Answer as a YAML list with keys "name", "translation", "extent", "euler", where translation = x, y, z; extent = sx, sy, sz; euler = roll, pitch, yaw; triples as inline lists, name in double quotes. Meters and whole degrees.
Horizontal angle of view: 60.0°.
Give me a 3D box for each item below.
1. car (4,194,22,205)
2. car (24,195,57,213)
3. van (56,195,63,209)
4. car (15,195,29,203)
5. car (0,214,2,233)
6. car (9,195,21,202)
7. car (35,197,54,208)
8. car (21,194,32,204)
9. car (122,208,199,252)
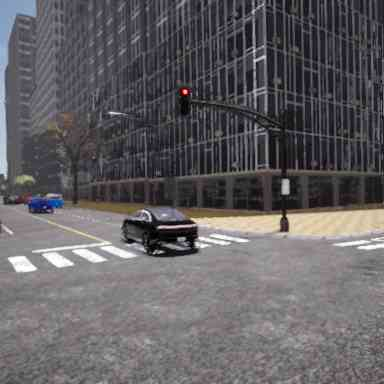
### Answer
- name: "car"
  translation: [-31.412, 1.498, 57.900]
  extent: [1.994, 1.385, 4.181]
  euler: [-1, 1, -34]
- name: "car"
  translation: [-16.323, 1.402, 35.791]
  extent: [1.882, 1.535, 5.008]
  euler: [-1, 1, -34]
- name: "van"
  translation: [-17.774, 1.225, 42.521]
  extent: [1.690, 1.788, 3.998]
  euler: [-1, 0, -34]
- name: "car"
  translation: [-33.794, 1.333, 65.994]
  extent: [1.967, 1.590, 4.097]
  euler: [-1, 0, -34]
- name: "car"
  translation: [-11.984, 1.581, 18.947]
  extent: [1.947, 1.339, 4.313]
  euler: [-1, 0, -34]
- name: "car"
  translation: [-40.201, 1.446, 75.383]
  extent: [2.008, 1.369, 4.403]
  euler: [-1, 0, -34]
- name: "car"
  translation: [-20.976, 1.468, 47.216]
  extent: [1.802, 1.307, 4.206]
  euler: [-1, 0, -34]
- name: "car"
  translation: [-27.384, 1.472, 56.606]
  extent: [1.802, 1.307, 4.206]
  euler: [-1, 0, -34]
- name: "car"
  translation: [-1.466, 1.402, 13.582]
  extent: [2.128, 1.511, 4.902]
  euler: [-1, 0, -27]
